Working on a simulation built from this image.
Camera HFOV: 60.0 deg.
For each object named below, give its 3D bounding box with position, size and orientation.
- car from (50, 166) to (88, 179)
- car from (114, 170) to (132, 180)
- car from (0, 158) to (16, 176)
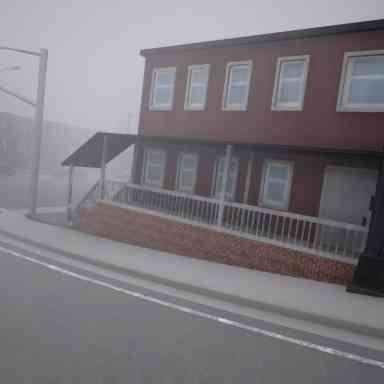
[{"bbox_3d":[-14.948,-2.476,40.593,1.812,1.442,4.674,10,6,36],"label":"car"},{"bbox_3d":[-9.178,-2.471,48.567,1.812,1.442,4.674,10,6,35],"label":"car"},{"bbox_3d":[-20.245,-2.655,33.254,2.097,1.767,4.553,10,6,36],"label":"car"}]
